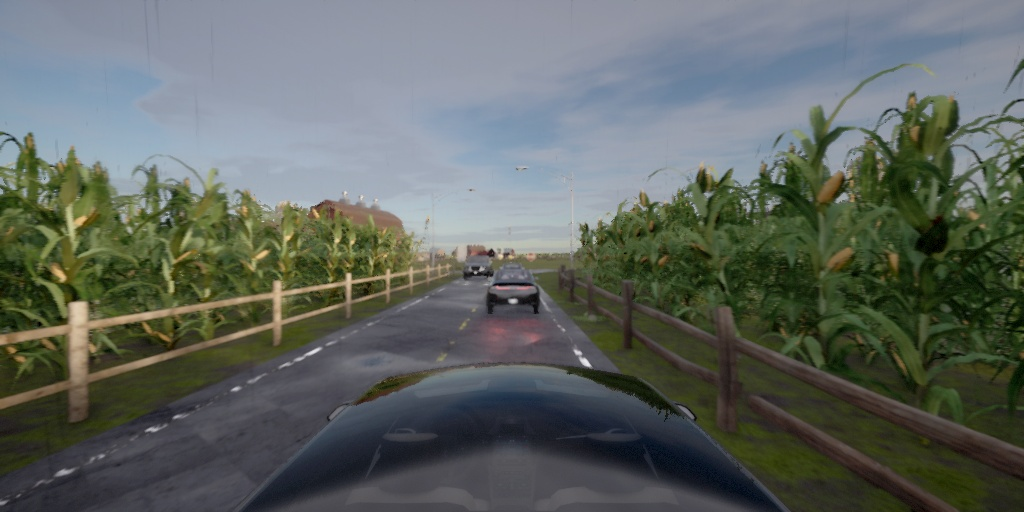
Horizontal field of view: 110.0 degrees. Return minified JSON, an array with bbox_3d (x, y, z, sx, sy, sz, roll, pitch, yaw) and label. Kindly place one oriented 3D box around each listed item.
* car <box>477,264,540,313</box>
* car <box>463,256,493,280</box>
[{"bbox_3d":[0.050,1.240,13.926,2.128,1.511,4.902,0,0,0],"label":"car"},{"bbox_3d":[-2.853,0.974,30.989,2.150,2.045,5.566,0,0,0],"label":"car"}]
